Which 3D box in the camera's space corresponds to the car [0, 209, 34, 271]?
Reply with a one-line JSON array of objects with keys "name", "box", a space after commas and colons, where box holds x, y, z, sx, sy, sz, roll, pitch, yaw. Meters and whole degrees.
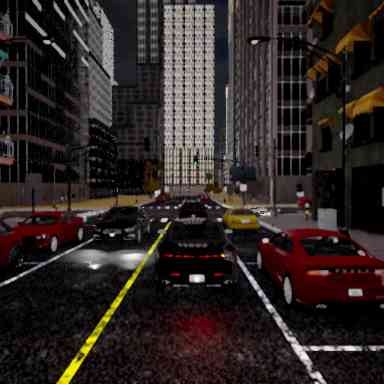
[{"name": "car", "box": [-5.703, 1.395, 7.691, 1.967, 1.590, 4.097, -1, 0, 0]}]

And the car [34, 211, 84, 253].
[{"name": "car", "box": [-5.706, 1.467, 13.215, 1.887, 1.381, 4.507, -1, 0, 0]}]

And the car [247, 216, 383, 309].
[{"name": "car", "box": [2.679, 1.499, 7.683, 1.887, 1.381, 4.507, -1, 0, 0]}]

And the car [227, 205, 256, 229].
[{"name": "car", "box": [2.671, 1.415, 18.900, 1.752, 1.417, 4.829, -1, 0, 0]}]

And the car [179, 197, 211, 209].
[{"name": "car", "box": [0.083, 1.341, 23.602, 1.882, 1.535, 5.008, 0, 0, 0]}]

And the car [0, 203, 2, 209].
[{"name": "car", "box": [-23.870, 1.532, 37.515, 4.097, 1.590, 1.967, -1, 2, 0]}]

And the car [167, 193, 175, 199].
[{"name": "car", "box": [-5.754, 1.034, 90.048, 1.887, 1.381, 4.507, -1, 0, 0]}]

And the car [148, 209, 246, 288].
[{"name": "car", "box": [0.095, 1.452, 9.045, 1.837, 1.490, 4.892, 0, 0, 0]}]

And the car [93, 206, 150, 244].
[{"name": "car", "box": [-3.060, 1.417, 15.267, 1.837, 1.490, 4.892, 0, 0, 0]}]

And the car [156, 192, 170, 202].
[{"name": "car", "box": [-5.736, 1.189, 62.251, 1.887, 1.381, 4.507, -1, 0, 0]}]

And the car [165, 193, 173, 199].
[{"name": "car", "box": [-5.751, 1.046, 84.319, 1.752, 1.417, 4.829, -1, 0, 0]}]

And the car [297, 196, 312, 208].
[{"name": "car", "box": [14.229, 1.041, 37.860, 4.507, 1.381, 1.887, -1, 2, 0]}]

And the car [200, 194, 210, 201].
[{"name": "car", "box": [2.640, 1.138, 67.984, 1.752, 1.417, 4.829, -1, 0, 0]}]

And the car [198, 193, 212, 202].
[{"name": "car", "box": [2.643, 1.084, 62.254, 1.967, 1.590, 4.097, -1, 0, 0]}]

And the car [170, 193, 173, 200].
[{"name": "car", "box": [-5.742, 0.928, 67.810, 2.192, 1.841, 5.009, -1, 0, 0]}]
